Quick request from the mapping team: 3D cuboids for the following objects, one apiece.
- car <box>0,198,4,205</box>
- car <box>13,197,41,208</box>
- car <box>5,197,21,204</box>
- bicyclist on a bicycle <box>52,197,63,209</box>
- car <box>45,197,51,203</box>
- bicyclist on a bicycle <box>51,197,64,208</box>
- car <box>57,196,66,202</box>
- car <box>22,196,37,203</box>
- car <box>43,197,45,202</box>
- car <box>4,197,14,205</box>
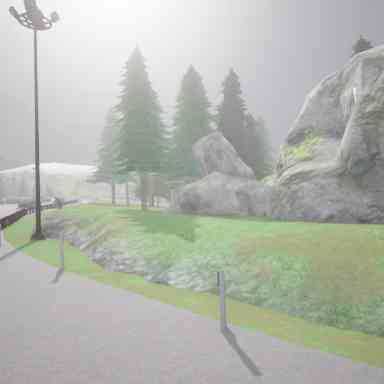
[{"bbox_3d":[-39.557,1.906,67.701,1.882,1.535,5.008,-1,0,-13],"label":"car"},{"bbox_3d":[-24.801,1.717,50.456,2.033,1.411,5.357,-1,0,-13],"label":"car"},{"bbox_3d":[-41.846,1.912,77.867,2.128,1.511,4.902,-1,0,-13],"label":"car"},{"bbox_3d":[-18.925,1.527,46.439,1.656,1.620,0.582,0,0,-20],"label":"bicyclist on a bicycle"},{"bbox_3d":[-35.024,1.843,79.434,1.895,1.301,4.718,-1,0,-13],"label":"car"},{"bbox_3d":[-19.144,1.528,47.408,1.656,1.620,0.582,0,-2,9],"label":"bicyclist on a bicycle"},{"bbox_3d":[-31.603,1.753,80.170,1.837,1.490,4.892,-1,0,-13],"label":"car"},{"bbox_3d":[-38.432,1.842,78.636,2.128,1.511,4.902,-1,0,-13],"label":"car"},{"bbox_3d":[-32.728,1.828,69.239,2.033,1.411,5.357,-1,0,-13],"label":"car"},{"bbox_3d":[-36.142,1.883,68.470,2.128,1.511,4.902,-1,0,-13],"label":"car"}]
